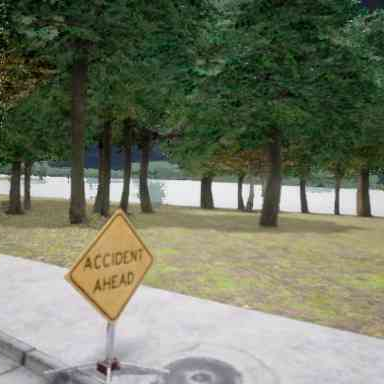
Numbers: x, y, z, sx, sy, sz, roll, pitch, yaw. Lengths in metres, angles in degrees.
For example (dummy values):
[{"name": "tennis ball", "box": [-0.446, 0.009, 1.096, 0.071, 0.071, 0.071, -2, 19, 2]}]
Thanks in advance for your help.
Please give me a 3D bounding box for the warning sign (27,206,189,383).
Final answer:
[{"name": "warning sign", "box": [-0.893, 1.119, 3.751, 1.060, 1.860, 1.300, 3, -1, 35]}]
